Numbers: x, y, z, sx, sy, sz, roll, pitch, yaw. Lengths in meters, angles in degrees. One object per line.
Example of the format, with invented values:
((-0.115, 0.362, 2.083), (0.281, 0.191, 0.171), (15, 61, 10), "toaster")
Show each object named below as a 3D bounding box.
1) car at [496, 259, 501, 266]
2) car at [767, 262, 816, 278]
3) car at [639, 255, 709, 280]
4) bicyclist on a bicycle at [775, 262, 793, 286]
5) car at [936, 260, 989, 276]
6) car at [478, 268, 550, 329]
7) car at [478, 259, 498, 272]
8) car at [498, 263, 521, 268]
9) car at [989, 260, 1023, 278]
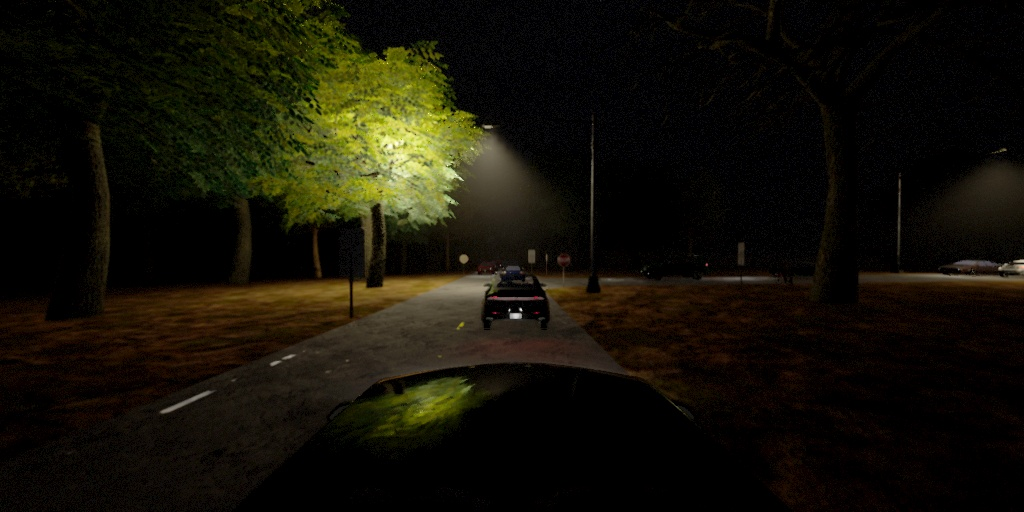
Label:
((-3.084, 1.545, 53.643), (1.812, 1.442, 4.674), (0, 0, 0), "car")
((24.917, 1.204, 30.972), (4.718, 1.301, 1.895), (-1, 1, -2), "car")
((13.970, 0.964, 30.981), (5.566, 2.045, 2.150), (-1, 1, 1), "car")
((18.549, 1.202, 24.457), (0.582, 1.620, 1.656), (-1, -1, 0), "bicyclist on a bicycle")
((41.396, 1.057, 32.199), (5.357, 1.411, 2.033), (0, 1, -7), "car")
((0.099, 1.312, 11.483), (2.128, 1.511, 4.902), (0, 0, 0), "car")
((-3.076, 1.457, 43.639), (1.882, 1.535, 5.008), (0, -1, 0), "car")
((0.100, 1.488, 31.117), (1.994, 1.385, 4.181), (0, 0, 0), "car")
((42.302, 1.082, 29.181), (4.674, 1.442, 1.812), (0, 1, -8), "car")
